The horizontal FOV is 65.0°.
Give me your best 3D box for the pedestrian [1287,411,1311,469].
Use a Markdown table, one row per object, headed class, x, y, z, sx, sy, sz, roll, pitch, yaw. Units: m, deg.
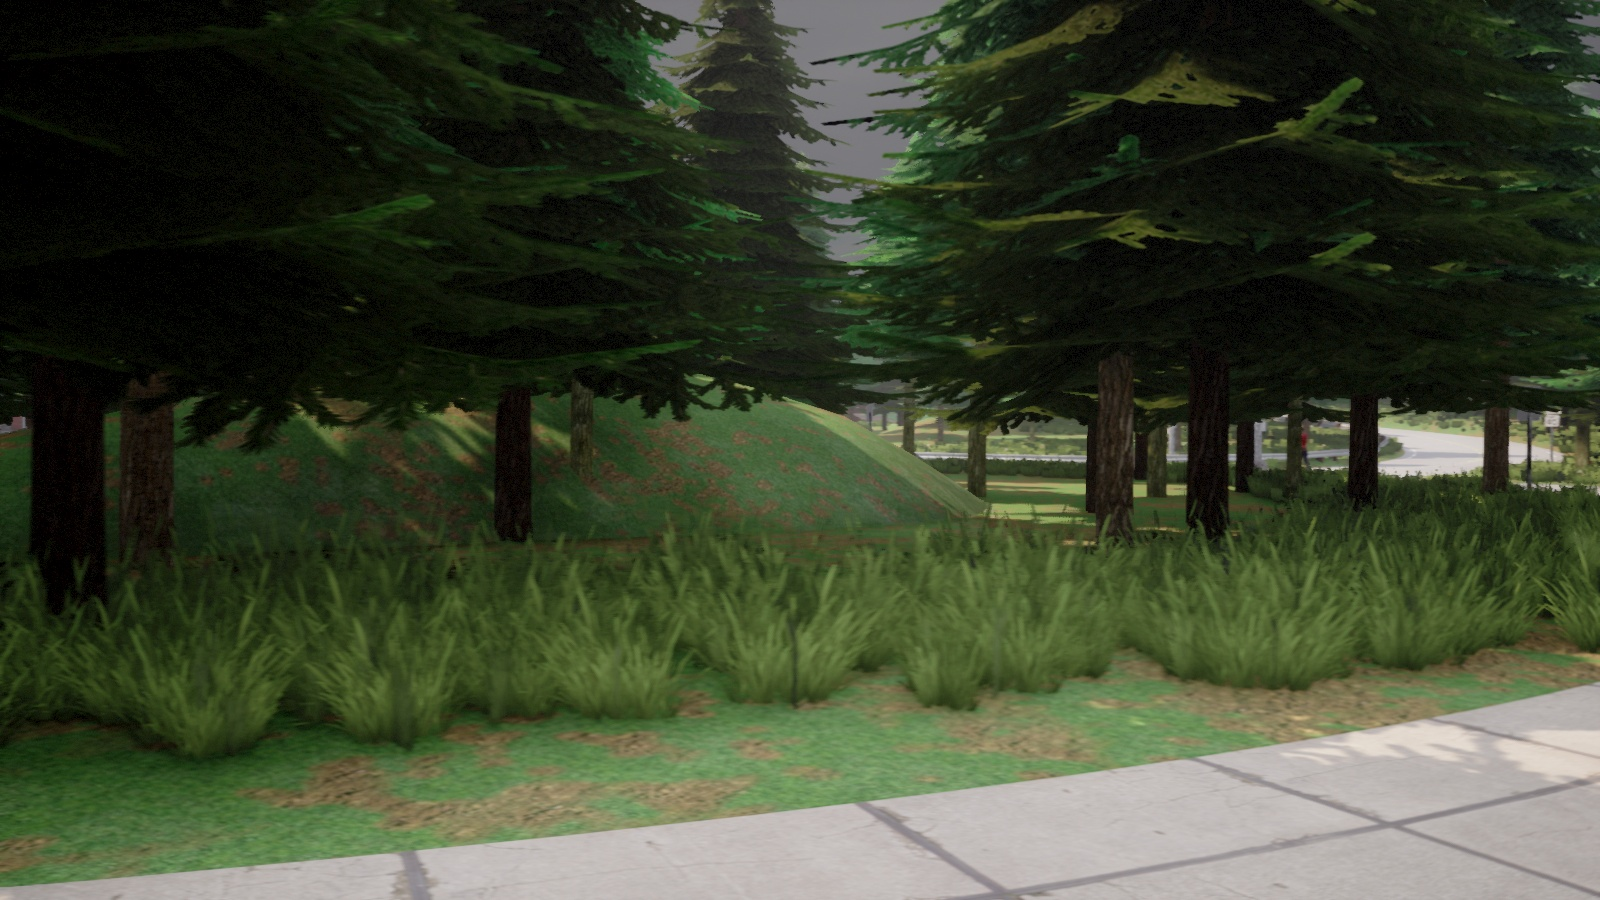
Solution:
| class | x | y | z | sx | sy | sz | roll | pitch | yaw |
| --- | --- | --- | --- | --- | --- | --- | --- | --- | --- |
| pedestrian | 16.159 | -0.321 | 40.693 | 0.331 | 1.846 | 0.636 | -1 | 1 | -29 |
